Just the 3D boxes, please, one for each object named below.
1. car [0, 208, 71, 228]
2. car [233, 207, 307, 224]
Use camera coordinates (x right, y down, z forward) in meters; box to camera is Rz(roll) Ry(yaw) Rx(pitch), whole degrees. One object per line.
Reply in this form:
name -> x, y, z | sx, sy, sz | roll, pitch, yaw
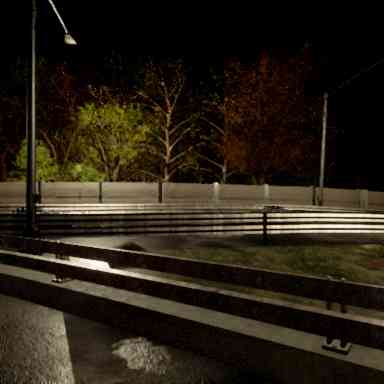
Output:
car -> -8.406, 1.518, 16.923 | 4.181, 1.385, 1.994 | 0, 0, -8
car -> 4.502, 1.574, 19.255 | 4.181, 1.385, 1.994 | 1, 0, -12
